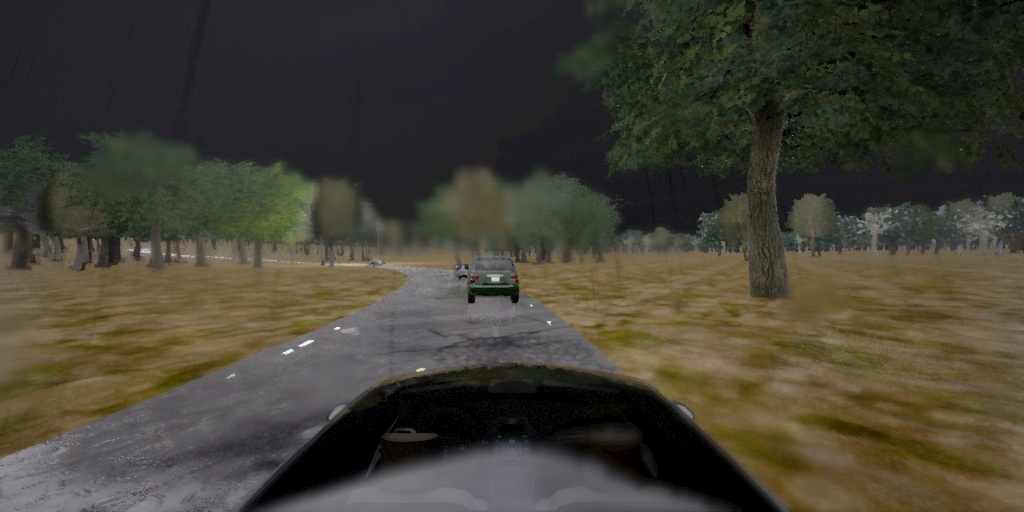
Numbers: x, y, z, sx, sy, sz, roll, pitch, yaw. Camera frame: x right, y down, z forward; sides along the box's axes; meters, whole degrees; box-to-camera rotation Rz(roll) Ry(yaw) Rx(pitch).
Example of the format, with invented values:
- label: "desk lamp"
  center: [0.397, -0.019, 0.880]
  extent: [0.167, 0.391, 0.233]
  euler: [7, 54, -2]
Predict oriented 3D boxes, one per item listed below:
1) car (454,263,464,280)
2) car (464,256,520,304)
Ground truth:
- label: "car"
  center: [-3.946, 1.315, 31.551]
  extent: [1.994, 1.385, 4.181]
  euler: [0, 0, -15]
- label: "car"
  center: [-0.996, 1.005, 16.683]
  extent: [2.150, 2.045, 5.566]
  euler: [0, 0, -7]
